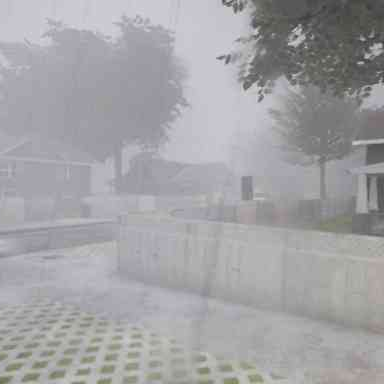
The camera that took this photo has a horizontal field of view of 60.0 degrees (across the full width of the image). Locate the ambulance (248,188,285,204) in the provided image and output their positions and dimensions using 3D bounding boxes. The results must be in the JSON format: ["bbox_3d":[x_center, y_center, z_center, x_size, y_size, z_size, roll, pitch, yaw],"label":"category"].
[{"bbox_3d":[8.701,0.746,38.639,2.351,2.431,6.366,0,0,36],"label":"ambulance"}]
